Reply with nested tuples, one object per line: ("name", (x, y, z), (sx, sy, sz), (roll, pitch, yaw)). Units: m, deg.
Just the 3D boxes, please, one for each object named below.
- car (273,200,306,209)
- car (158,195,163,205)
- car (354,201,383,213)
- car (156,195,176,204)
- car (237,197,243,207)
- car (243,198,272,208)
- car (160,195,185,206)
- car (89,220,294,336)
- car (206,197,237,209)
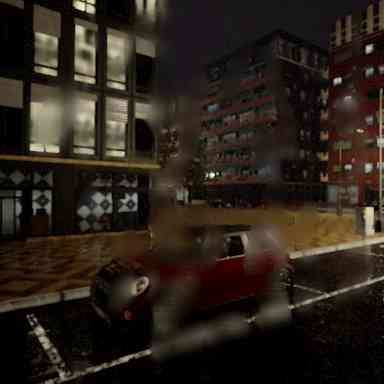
("car", (13.758, 1.702, 46.203), (1.802, 1.307, 4.206), (0, -1, -35))
("car", (-6.153, 1.684, 59.934), (1.887, 1.381, 4.507), (1, -1, -35))
("car", (20.286, 1.625, 36.930), (1.947, 1.339, 4.313), (1, -1, -35))
("car", (-5.825, 1.621, 74.029), (2.192, 1.841, 5.009), (0, -1, -35))
("car", (7.230, 1.622, 55.479), (1.967, 1.590, 4.097), (0, -1, -35))
("car", (10.495, 1.696, 50.841), (1.887, 1.381, 4.507), (0, -1, -35))
("car", (-2.889, 1.652, 55.296), (1.887, 1.381, 4.507), (1, -1, -35))
("car", (0.112, 1.431, 6.614), (4.097, 1.590, 1.967), (0, 1, -35))
("car", (3.638, 1.597, 46.022), (2.008, 1.369, 4.403), (1, -1, -35))
